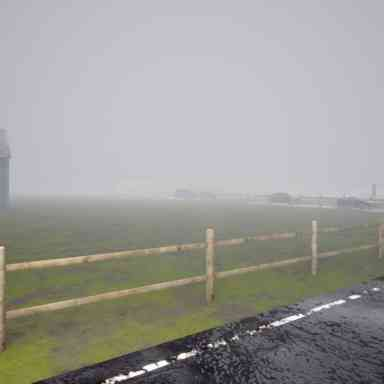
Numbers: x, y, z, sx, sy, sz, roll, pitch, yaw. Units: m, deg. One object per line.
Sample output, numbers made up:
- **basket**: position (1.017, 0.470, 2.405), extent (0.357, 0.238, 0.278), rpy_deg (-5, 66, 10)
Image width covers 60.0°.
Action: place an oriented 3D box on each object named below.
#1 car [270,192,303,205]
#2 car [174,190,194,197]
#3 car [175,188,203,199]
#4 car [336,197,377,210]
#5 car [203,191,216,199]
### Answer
- **car**: position (12.826, 0.834, 45.178), extent (2.097, 1.767, 4.553), rpy_deg (0, 0, -35)
- **car**: position (-1.772, 0.362, 71.827), extent (1.837, 1.490, 4.892), rpy_deg (0, 1, -36)
- **car**: position (-0.894, 0.281, 64.544), extent (2.150, 2.045, 5.566), rpy_deg (0, 0, -35)
- **car**: position (18.400, 1.216, 37.358), extent (1.994, 1.385, 4.181), rpy_deg (0, 1, -35)
- **car**: position (2.793, 0.597, 65.485), extent (1.837, 1.490, 4.892), rpy_deg (0, 1, -35)
